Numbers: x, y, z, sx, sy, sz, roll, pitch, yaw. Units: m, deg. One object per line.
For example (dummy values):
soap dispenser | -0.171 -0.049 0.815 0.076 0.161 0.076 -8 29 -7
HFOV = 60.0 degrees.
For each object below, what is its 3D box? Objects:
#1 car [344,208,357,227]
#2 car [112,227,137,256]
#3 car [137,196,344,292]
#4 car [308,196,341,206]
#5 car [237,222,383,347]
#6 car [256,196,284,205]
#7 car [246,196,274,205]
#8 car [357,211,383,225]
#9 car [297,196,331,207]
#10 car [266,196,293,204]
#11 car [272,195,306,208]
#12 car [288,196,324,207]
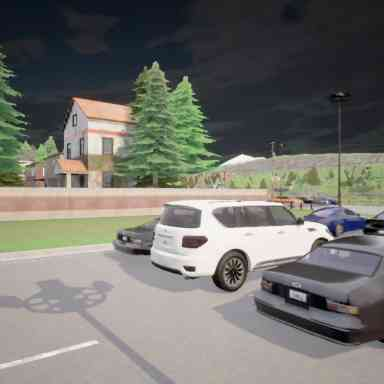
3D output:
car | 7.824 1.526 17.915 4.674 1.442 1.812 0 0 -35
car | -0.143 1.547 12.236 5.357 1.411 2.033 0 0 -36
car | 1.569 1.221 9.166 5.566 2.045 2.150 0 0 -36
car | 22.355 1.477 56.454 1.882 1.535 5.008 0 0 -36
car | 3.566 1.547 6.290 5.357 1.411 2.033 0 0 -36
car | 14.363 1.478 61.567 1.882 1.535 5.008 0 0 -36
car | 11.979 1.505 58.867 1.837 1.490 4.892 0 0 -36
car | 9.787 1.478 15.017 5.008 1.535 1.882 0 0 -35
car | 19.785 1.491 54.027 2.128 1.511 4.902 0 0 -36
car | 16.826 1.491 64.175 2.128 1.511 4.902 0 0 -35
car | 14.383 1.352 49.545 2.097 1.767 4.553 0 0 -36
car | 17.474 1.478 51.243 1.882 1.535 5.008 0 0 -36
